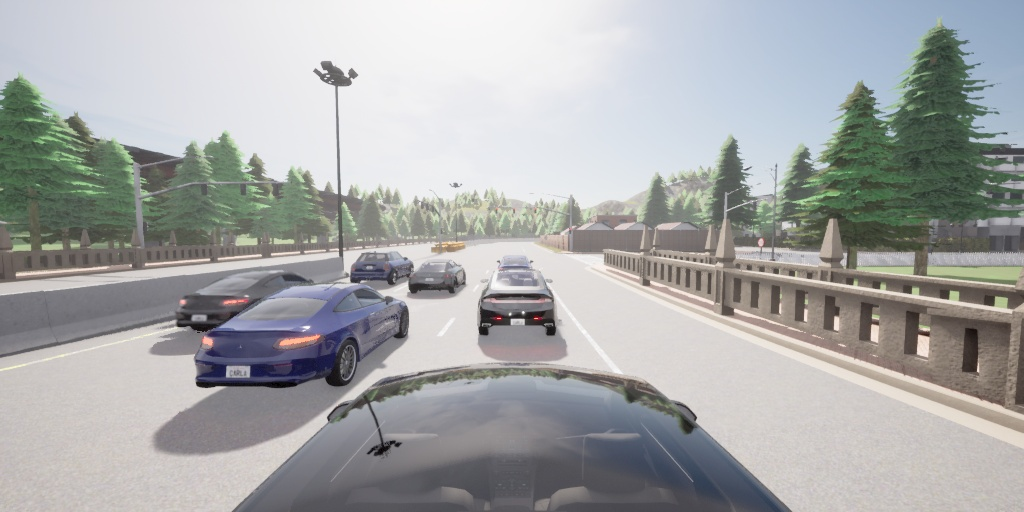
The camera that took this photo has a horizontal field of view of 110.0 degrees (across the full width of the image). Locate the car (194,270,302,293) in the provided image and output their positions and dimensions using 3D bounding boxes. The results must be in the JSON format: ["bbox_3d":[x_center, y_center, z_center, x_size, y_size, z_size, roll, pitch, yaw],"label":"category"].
[{"bbox_3d":[-6.864,1.110,10.181,1.812,1.442,4.674,0,2,0],"label":"car"}]

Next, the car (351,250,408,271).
[{"bbox_3d":[-6.831,0.460,19.338,2.097,1.767,4.553,0,3,0],"label":"car"}]

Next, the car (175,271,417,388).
[{"bbox_3d":[-3.379,1.214,6.738,1.812,1.442,4.674,0,1,0],"label":"car"}]

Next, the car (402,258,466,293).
[{"bbox_3d":[-3.346,0.823,16.650,1.994,1.385,4.181,0,3,1],"label":"car"}]

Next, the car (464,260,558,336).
[{"bbox_3d":[0.132,1.082,9.924,2.128,1.511,4.902,0,2,0],"label":"car"}]

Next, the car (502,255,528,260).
[{"bbox_3d":[0.167,0.657,18.923,1.812,1.442,4.674,0,3,0],"label":"car"}]
